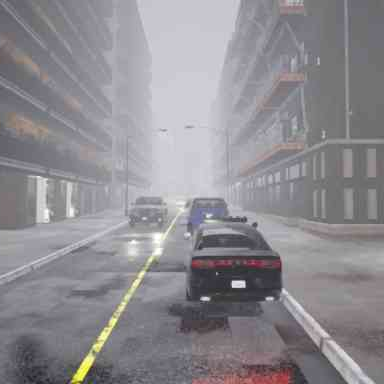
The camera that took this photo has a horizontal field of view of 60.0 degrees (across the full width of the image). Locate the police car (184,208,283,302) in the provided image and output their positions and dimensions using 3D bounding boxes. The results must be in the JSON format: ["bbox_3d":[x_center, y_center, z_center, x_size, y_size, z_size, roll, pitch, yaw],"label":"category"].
[{"bbox_3d":[0.824,1.430,8.469,1.930,1.638,5.238,0,0,0],"label":"police car"}]

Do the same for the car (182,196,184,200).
[{"bbox_3d":[0.004,1.530,45.698,1.837,1.490,4.892,0,0,0],"label":"car"}]

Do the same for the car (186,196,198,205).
[{"bbox_3d":[-0.005,1.528,59.999,2.128,1.511,4.902,0,0,0],"label":"car"}]

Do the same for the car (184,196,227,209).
[{"bbox_3d":[0.823,1.235,18.396,2.150,2.045,5.566,0,0,0],"label":"car"}]

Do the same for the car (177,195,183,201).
[{"bbox_3d":[-2.758,1.610,86.650,2.033,1.411,5.357,0,0,0],"label":"car"}]

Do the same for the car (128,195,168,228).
[{"bbox_3d":[-2.851,1.233,22.720,2.150,2.045,5.566,0,0,0],"label":"car"}]

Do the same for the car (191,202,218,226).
[{"bbox_3d":[0.823,1.539,24.367,1.812,1.442,4.674,0,0,0],"label":"car"}]
